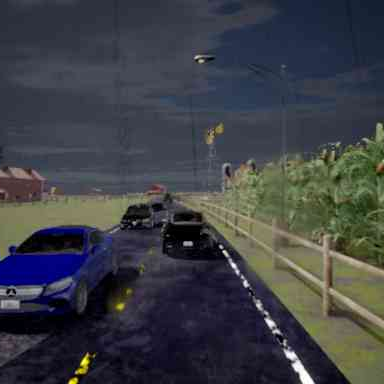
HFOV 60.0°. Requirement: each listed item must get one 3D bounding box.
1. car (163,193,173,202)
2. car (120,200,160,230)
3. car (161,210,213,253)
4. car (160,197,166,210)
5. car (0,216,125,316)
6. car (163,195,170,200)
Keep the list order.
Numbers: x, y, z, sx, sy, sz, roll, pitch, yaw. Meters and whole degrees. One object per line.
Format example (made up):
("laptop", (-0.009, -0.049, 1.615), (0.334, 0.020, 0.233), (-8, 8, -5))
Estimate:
("car", (-5.721, 1.292, 79.802), (2.150, 2.045, 5.566), (0, 0, -6))
("car", (-3.292, 1.510, 21.040), (1.837, 1.490, 4.892), (0, 1, -2))
("car", (-0.199, 1.510, 13.710), (1.837, 1.490, 4.892), (0, 0, -2))
("car", (-4.596, 1.639, 43.089), (1.895, 1.301, 4.718), (0, 0, -5))
("car", (-2.935, 1.527, 7.626), (1.812, 1.442, 4.674), (0, 0, -1))
("car", (-6.857, 1.505, 90.191), (1.812, 1.442, 4.674), (0, 0, -6))
